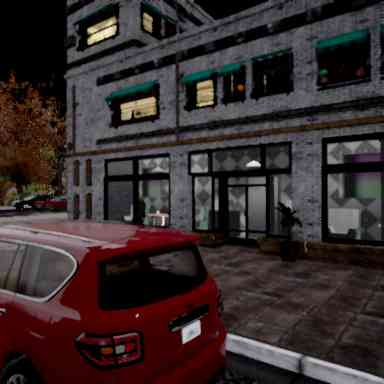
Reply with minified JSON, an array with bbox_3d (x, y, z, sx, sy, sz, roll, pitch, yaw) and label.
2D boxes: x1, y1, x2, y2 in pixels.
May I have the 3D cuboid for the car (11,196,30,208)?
[{"bbox_3d":[-17.215,1.110,36.611,1.837,1.490,4.892,0,0,37],"label":"car"}]

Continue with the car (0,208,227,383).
[{"bbox_3d":[-1.948,1.288,4.300,5.009,1.841,2.192,0,0,36],"label":"car"}]

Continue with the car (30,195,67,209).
[{"bbox_3d":[-14.150,1.178,35.283,1.895,1.301,4.718,0,0,37],"label":"car"}]
